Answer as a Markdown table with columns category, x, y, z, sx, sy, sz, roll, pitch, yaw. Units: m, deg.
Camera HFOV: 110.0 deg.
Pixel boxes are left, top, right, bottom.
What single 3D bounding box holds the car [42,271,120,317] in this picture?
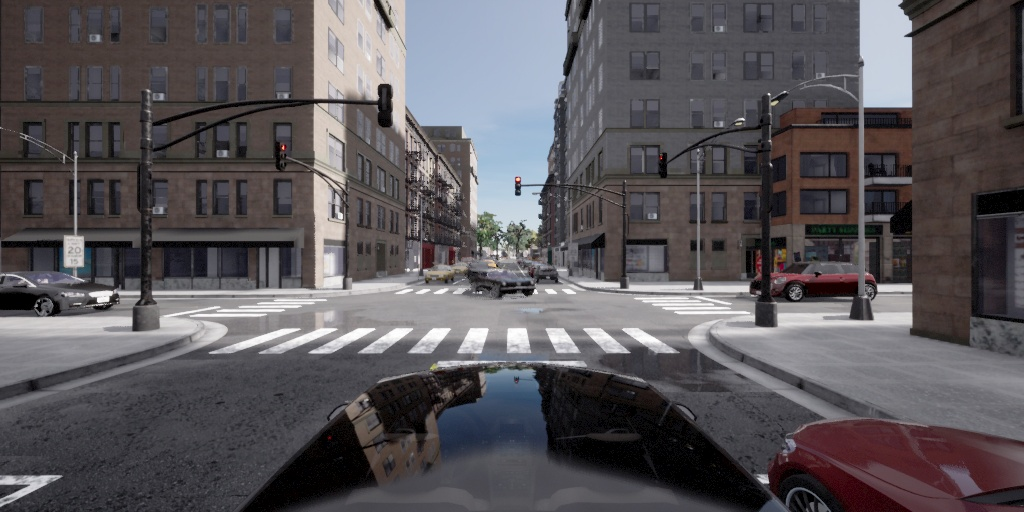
| category | x | y | z | sx | sy | sz | roll | pitch | yaw |
| --- | --- | --- | --- | --- | --- | --- | --- | --- | --- |
| car | -17.098 | 1.310 | 12.900 | 4.902 | 1.511 | 2.128 | 0 | 0 | 1 |

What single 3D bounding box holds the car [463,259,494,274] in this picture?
| category | x | y | z | sx | sy | sz | roll | pitch | yaw |
| --- | --- | --- | --- | --- | --- | --- | --- | --- | --- |
| car | -2.928 | 1.256 | 32.066 | 1.837 | 1.490 | 4.892 | 0 | 0 | 0 |

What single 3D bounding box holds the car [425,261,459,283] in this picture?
| category | x | y | z | sx | sy | sz | roll | pitch | yaw |
| --- | --- | --- | --- | --- | --- | --- | --- | --- | --- |
| car | -5.480 | 1.277 | 27.596 | 1.751 | 1.417 | 4.829 | 0 | 0 | 0 |

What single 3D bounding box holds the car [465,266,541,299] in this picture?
| category | x | y | z | sx | sy | sz | roll | pitch | yaw |
| --- | --- | --- | --- | --- | --- | --- | --- | --- | --- |
| car | -0.630 | 1.351 | 18.407 | 1.895 | 1.301 | 4.718 | 0 | 0 | -26 |

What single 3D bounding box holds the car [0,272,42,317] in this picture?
| category | x | y | z | sx | sy | sz | roll | pitch | yaw |
| --- | --- | --- | --- | --- | --- | --- | --- | --- | --- |
| car | -5.398 | 1.065 | 0.758 | 2.192 | 1.841 | 5.009 | 0 | 0 | 0 |

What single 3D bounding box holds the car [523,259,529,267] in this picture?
| category | x | y | z | sx | sy | sz | roll | pitch | yaw |
| --- | --- | --- | --- | --- | --- | --- | --- | --- | --- |
| car | 2.545 | 1.303 | 38.749 | 2.007 | 1.370 | 4.403 | 0 | 0 | 0 |

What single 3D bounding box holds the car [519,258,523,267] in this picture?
| category | x | y | z | sx | sy | sz | roll | pitch | yaw |
| --- | --- | --- | --- | --- | --- | --- | --- | --- | --- |
| car | 2.504 | 1.306 | 55.195 | 2.007 | 1.370 | 4.403 | 0 | 0 | 0 |

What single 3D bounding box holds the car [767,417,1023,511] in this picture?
| category | x | y | z | sx | sy | sz | roll | pitch | yaw |
| --- | --- | --- | --- | --- | --- | --- | --- | --- | --- |
| car | 2.640 | 1.332 | 0.778 | 1.802 | 1.307 | 4.207 | 0 | 0 | 0 |

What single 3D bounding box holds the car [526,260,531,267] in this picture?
| category | x | y | z | sx | sy | sz | roll | pitch | yaw |
| --- | --- | --- | --- | --- | --- | --- | --- | --- | --- |
| car | 2.559 | 1.297 | 33.267 | 1.888 | 1.381 | 4.507 | 0 | 0 | 0 |

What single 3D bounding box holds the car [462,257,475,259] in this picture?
| category | x | y | z | sx | sy | sz | roll | pitch | yaw |
| --- | --- | --- | --- | --- | --- | --- | --- | --- | --- |
| car | -5.516 | 1.068 | 44.211 | 2.192 | 1.841 | 5.009 | 0 | 0 | 0 |

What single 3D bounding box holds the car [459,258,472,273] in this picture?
| category | x | y | z | sx | sy | sz | roll | pitch | yaw |
| --- | --- | --- | --- | --- | --- | --- | --- | --- | --- |
| car | -5.504 | 1.278 | 38.559 | 1.751 | 1.417 | 4.829 | 0 | 0 | 0 |

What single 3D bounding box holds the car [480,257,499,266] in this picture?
| category | x | y | z | sx | sy | sz | roll | pitch | yaw |
| --- | --- | --- | --- | --- | --- | --- | --- | --- | --- |
| car | -2.945 | 1.231 | 43.389 | 1.882 | 1.535 | 5.008 | 0 | 0 | 0 |

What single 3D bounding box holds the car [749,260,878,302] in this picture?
| category | x | y | z | sx | sy | sz | roll | pitch | yaw |
| --- | --- | --- | --- | --- | --- | --- | --- | --- | --- |
| car | 13.223 | 1.036 | 15.965 | 4.553 | 1.767 | 2.097 | 0 | 0 | 0 |

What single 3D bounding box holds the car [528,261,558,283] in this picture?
| category | x | y | z | sx | sy | sz | roll | pitch | yaw |
| --- | --- | --- | --- | --- | --- | --- | --- | --- | --- |
| car | 2.572 | 1.302 | 27.786 | 2.007 | 1.370 | 4.403 | 0 | 0 | 0 |
